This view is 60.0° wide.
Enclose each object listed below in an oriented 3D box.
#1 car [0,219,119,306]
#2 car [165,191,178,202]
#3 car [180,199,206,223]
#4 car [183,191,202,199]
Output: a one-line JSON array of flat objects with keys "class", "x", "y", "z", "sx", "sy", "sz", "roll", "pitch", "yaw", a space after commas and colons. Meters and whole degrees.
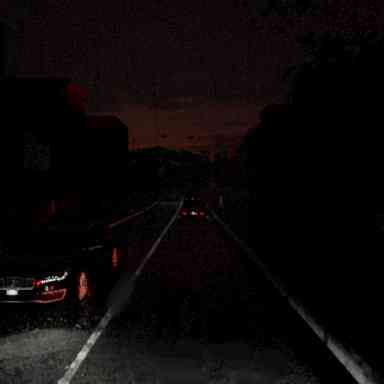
[{"class": "car", "x": -3.103, "y": 1.477, "z": 8.170, "sx": 1.837, "sy": 1.490, "sz": 4.892, "roll": 0, "pitch": 0, "yaw": 0}, {"class": "car", "x": -3.092, "y": 0.651, "z": 50.972, "sx": 1.882, "sy": 1.535, "sz": 5.008, "roll": 0, "pitch": 3, "yaw": 0}, {"class": "car", "x": 0.089, "y": 1.464, "z": 24.636, "sx": 2.033, "sy": 1.411, "sz": 5.357, "roll": 0, "pitch": 0, "yaw": 0}, {"class": "car", "x": 0.072, "y": 0.854, "z": 41.542, "sx": 2.150, "sy": 2.045, "sz": 5.566, "roll": 0, "pitch": 2, "yaw": 0}]
